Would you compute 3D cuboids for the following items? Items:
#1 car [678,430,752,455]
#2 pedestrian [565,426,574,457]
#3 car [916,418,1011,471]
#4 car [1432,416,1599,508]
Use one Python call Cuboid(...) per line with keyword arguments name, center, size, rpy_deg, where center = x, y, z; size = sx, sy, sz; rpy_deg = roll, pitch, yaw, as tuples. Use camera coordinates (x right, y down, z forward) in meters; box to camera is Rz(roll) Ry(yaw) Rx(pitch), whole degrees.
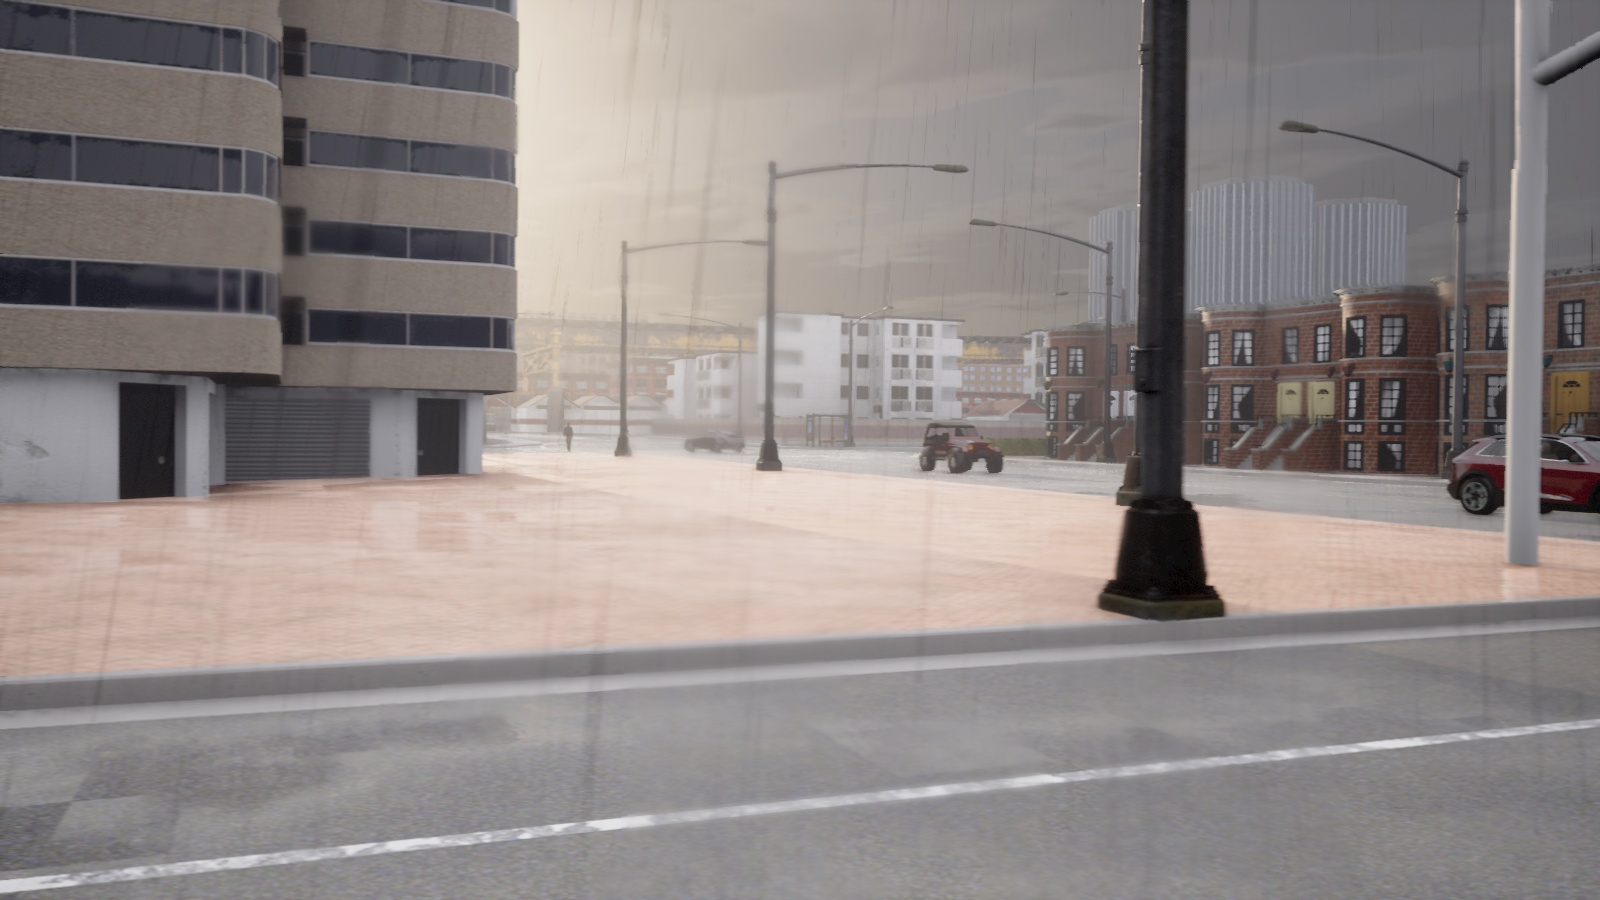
Cuboid(name="car", center=(-5.461, -0.465, 80.366), size=(2.128, 1.511, 4.902), rpy_deg=(-2, 1, -42))
Cuboid(name="pedestrian", center=(-13.943, -0.503, 76.003), size=(0.431, 1.840, 0.703), rpy_deg=(-1, 1, -14))
Cuboid(name="car", center=(6.041, -0.234, 46.840), size=(1.905, 1.878, 3.866), rpy_deg=(-1, 1, -21))
Cuboid(name="car", center=(14.826, 0.178, 23.942), size=(2.033, 1.649, 4.856), rpy_deg=(-1, 1, -21))
